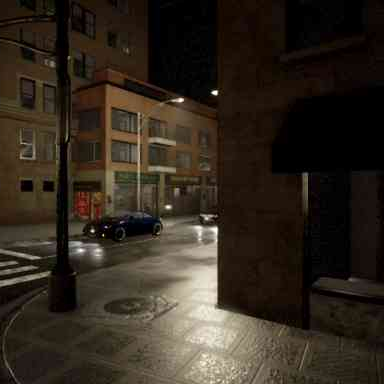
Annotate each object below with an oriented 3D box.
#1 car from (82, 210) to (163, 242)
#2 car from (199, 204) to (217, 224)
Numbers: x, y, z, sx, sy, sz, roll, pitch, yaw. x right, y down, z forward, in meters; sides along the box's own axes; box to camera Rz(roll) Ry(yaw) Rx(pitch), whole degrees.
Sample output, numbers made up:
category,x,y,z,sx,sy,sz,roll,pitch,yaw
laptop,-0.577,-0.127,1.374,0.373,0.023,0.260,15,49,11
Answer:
category,x,y,z,sx,sy,sz,roll,pitch,yaw
car,-3.353,1.594,16.704,1.994,1.385,4.181,0,0,35
car,2.362,1.580,24.711,1.812,1.442,4.674,0,0,35
